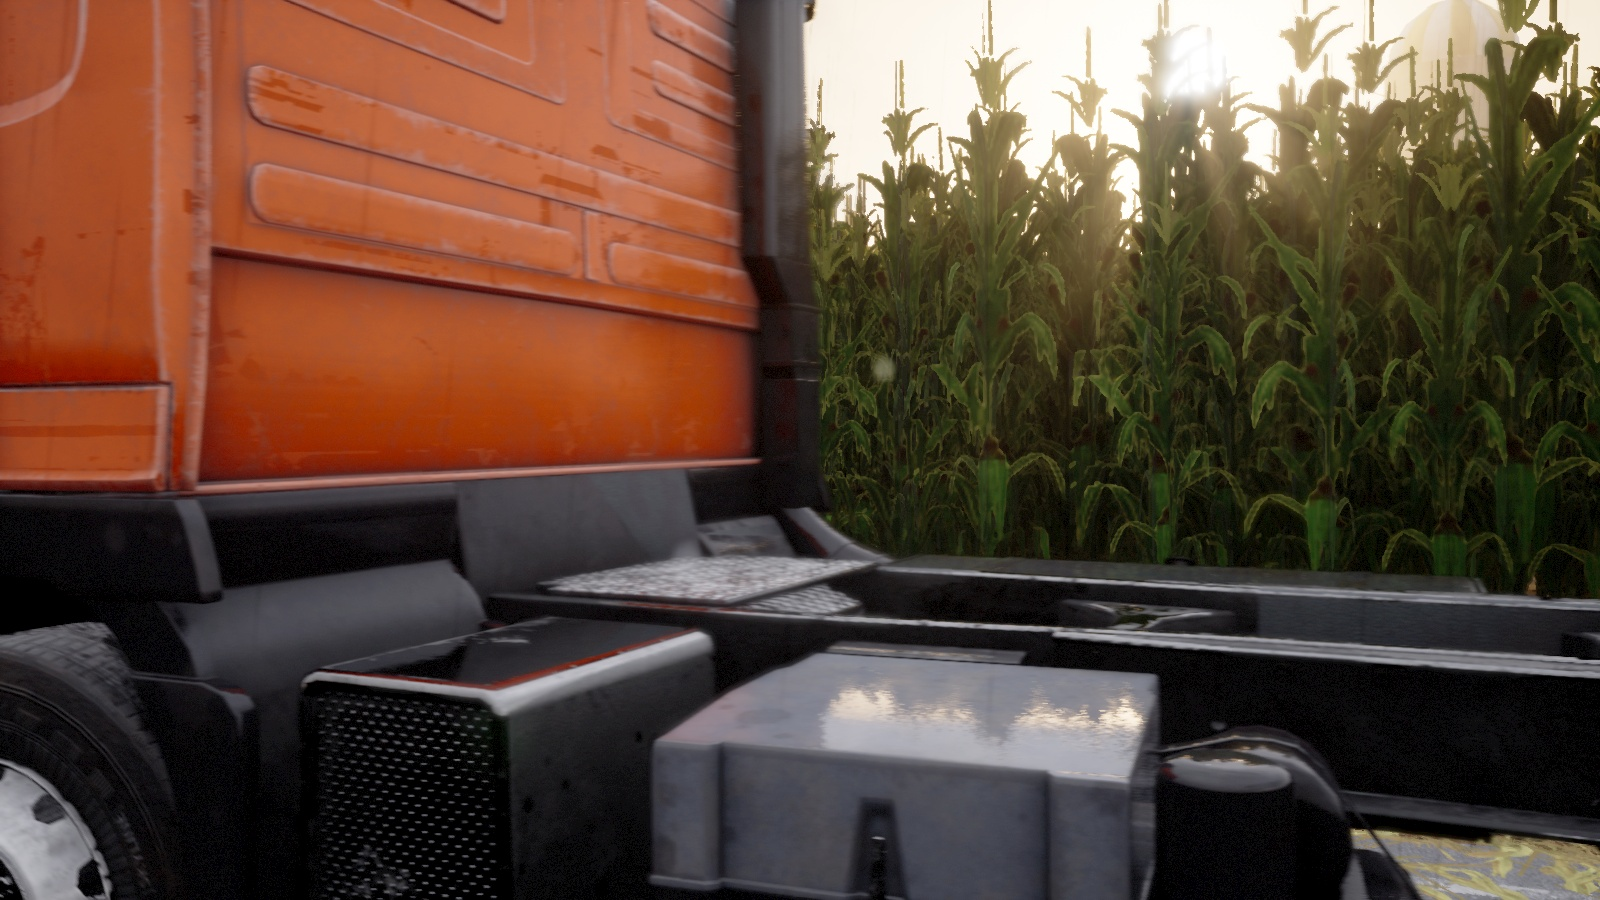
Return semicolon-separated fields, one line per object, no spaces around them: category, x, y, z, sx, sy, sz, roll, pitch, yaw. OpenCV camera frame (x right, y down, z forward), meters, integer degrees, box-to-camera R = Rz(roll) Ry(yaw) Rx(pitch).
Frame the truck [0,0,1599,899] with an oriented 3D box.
truck;0.907;-0.197;2.802;7.936;3.462;2.891;1;1;26
